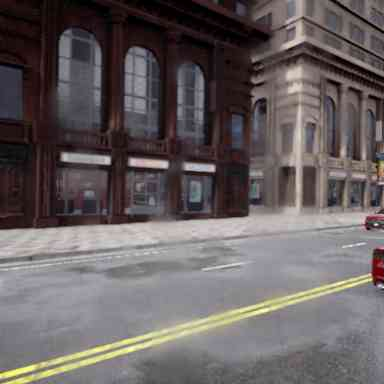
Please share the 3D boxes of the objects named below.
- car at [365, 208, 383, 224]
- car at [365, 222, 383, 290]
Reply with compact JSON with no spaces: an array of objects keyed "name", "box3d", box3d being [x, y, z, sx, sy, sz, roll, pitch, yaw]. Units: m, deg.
[{"name":"car","box3d":[12.733,1.628,20.757,5.008,1.535,1.882,0,0,-35]},{"name":"car","box3d":[6.231,1.542,7.893,5.008,1.535,1.882,0,0,-35]}]
